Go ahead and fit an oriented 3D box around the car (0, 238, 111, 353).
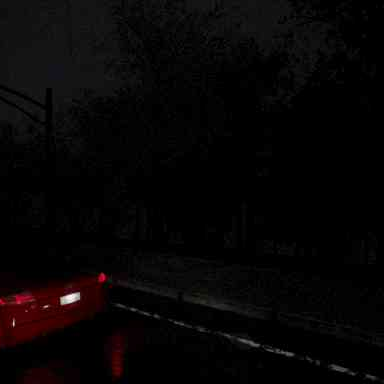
[{"bbox_3d":[-3.453,1.564,6.142,4.181,1.385,1.994,0,0,35],"label":"car"}]
